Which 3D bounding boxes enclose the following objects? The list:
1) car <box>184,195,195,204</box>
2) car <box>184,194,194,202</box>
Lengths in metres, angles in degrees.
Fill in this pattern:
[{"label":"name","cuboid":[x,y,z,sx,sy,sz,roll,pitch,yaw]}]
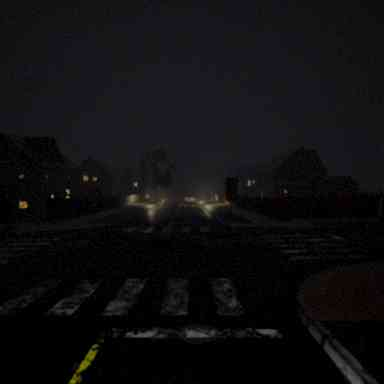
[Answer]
[{"label":"car","cuboid":[-0.457,1.295,56.889,1.812,1.442,4.674,0,0,-1]},{"label":"car","cuboid":[-0.601,1.257,66.917,1.882,1.535,5.008,0,0,-2]}]
